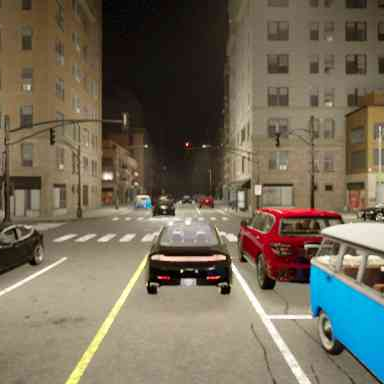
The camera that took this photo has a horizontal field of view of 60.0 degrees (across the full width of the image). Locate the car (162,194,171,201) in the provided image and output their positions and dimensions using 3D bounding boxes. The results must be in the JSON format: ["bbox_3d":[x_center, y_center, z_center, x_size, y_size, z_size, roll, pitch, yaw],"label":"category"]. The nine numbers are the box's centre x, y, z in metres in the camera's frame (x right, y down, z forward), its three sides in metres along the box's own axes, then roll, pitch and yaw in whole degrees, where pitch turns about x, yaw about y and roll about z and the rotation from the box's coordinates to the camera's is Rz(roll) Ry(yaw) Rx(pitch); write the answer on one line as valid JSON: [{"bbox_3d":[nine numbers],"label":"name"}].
[{"bbox_3d":[-6.832,1.350,89.515,2.192,1.841,5.009,0,0,-1],"label":"car"}]

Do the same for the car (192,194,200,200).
[{"bbox_3d":[1.134,1.477,95.053,1.967,1.590,4.097,0,0,-1],"label":"car"}]

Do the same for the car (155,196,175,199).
[{"bbox_3d":[-3.568,1.621,45.508,1.895,1.301,4.718,0,0,-1],"label":"car"}]

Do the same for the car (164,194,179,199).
[{"bbox_3d":[-3.784,1.551,60.875,1.812,1.442,4.674,0,0,-1],"label":"car"}]

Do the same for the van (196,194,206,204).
[{"bbox_3d":[1.692,1.368,62.621,1.690,1.788,3.998,0,0,-1],"label":"van"}]

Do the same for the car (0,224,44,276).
[{"bbox_3d":[-5.512,1.571,8.906,1.947,1.339,4.313,0,0,-1],"label":"car"}]

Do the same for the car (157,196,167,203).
[{"bbox_3d":[-6.569,1.555,73.130,1.752,1.417,4.829,0,0,-1],"label":"car"}]

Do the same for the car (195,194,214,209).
[{"bbox_3d":[1.971,1.336,46.404,2.192,1.841,5.009,0,0,-1],"label":"car"}]

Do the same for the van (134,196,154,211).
[{"bbox_3d":[-6.053,1.360,40.865,1.690,1.788,3.998,0,0,-1],"label":"van"}]

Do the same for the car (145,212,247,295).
[{"bbox_3d":[-0.069,1.496,8.738,2.128,1.511,4.902,0,0,0],"label":"car"}]

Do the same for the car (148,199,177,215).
[{"bbox_3d":[-2.679,1.578,30.409,1.994,1.385,4.181,0,0,-10],"label":"car"}]

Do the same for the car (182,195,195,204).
[{"bbox_3d":[-0.904,1.627,62.592,1.895,1.301,4.718,0,0,0],"label":"car"}]

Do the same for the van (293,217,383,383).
[{"bbox_3d":[2.601,1.343,3.526,1.690,1.788,3.998,0,0,-1],"label":"van"}]

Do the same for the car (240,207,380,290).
[{"bbox_3d":[2.512,1.320,9.037,2.192,1.841,5.009,0,0,-1],"label":"car"}]

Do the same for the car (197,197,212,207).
[{"bbox_3d":[1.878,1.574,51.810,2.008,1.369,4.403,0,0,-1],"label":"car"}]

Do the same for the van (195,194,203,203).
[{"bbox_3d":[1.506,1.371,73.432,1.690,1.788,3.998,0,0,-1],"label":"van"}]

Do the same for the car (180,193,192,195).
[{"bbox_3d":[-1.225,1.571,76.569,2.033,1.411,5.357,0,0,-1],"label":"car"}]

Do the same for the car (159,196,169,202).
[{"bbox_3d":[-6.659,1.582,78.704,2.008,1.369,4.403,0,0,-1],"label":"car"}]

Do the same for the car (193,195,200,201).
[{"bbox_3d":[1.224,1.560,89.818,1.752,1.417,4.829,0,0,-1],"label":"car"}]

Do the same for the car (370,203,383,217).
[{"bbox_3d":[14.603,1.430,24.111,4.902,1.511,2.128,0,0,-1],"label":"car"}]
